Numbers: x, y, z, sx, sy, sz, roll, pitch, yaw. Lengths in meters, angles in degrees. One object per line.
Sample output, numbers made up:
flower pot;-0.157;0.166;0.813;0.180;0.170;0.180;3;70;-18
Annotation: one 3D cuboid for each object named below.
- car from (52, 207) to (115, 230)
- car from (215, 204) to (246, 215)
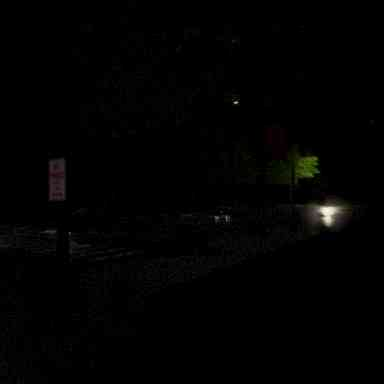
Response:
car;-7.621;1.816;23.750;1.812;1.442;4.674;-1;-1;35
car;4.760;2.096;41.068;1.895;1.301;4.718;-1;-1;36
